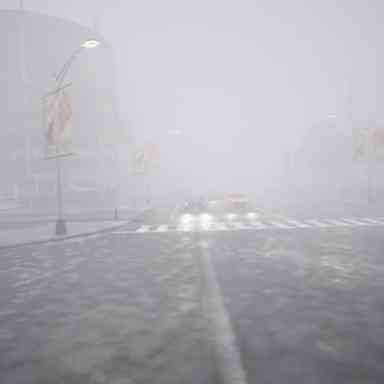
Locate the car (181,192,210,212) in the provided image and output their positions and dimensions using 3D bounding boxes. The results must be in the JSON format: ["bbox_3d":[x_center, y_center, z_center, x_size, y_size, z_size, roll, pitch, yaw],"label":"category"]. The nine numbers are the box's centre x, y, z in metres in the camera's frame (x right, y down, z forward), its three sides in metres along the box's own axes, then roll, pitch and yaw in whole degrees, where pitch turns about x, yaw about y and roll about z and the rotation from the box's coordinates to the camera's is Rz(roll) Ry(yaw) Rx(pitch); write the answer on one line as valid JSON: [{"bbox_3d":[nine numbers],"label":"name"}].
[{"bbox_3d":[0.236,0.955,28.507,1.895,1.301,4.718,-2,1,-1],"label":"car"}]

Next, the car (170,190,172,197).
[{"bbox_3d":[-2.345,0.107,62.187,2.097,1.767,4.553,-3,1,-32],"label":"car"}]

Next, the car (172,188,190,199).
[{"bbox_3d":[-1.210,0.373,53.527,1.994,1.385,4.181,-2,1,-22],"label":"car"}]

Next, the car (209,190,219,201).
[{"bbox_3d":[3.125,0.437,44.510,1.812,1.442,4.674,-2,1,-5],"label":"car"}]

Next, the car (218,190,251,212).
[{"bbox_3d":[3.645,0.738,27.917,1.882,1.535,5.008,-2,1,-1],"label":"car"}]
